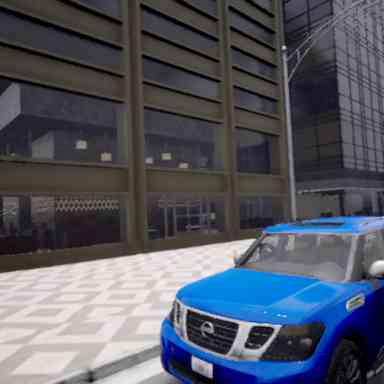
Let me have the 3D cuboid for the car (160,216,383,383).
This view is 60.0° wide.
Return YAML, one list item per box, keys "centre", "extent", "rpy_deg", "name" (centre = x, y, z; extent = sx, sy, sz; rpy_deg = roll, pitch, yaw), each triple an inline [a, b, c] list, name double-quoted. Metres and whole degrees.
- centre: [2.137, 1.466, 5.278]
  extent: [5.566, 2.045, 2.150]
  rpy_deg: [1, -5, -42]
  name: "car"
